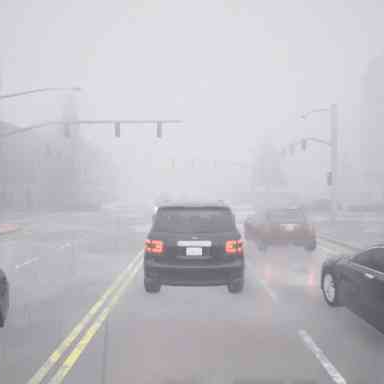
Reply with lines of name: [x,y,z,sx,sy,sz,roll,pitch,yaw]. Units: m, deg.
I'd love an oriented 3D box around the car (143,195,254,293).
car: [0.052,1.221,8.989,2.150,2.045,5.566,0,0,0]

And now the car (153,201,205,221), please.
car: [-0.989,1.523,27.976,1.812,1.442,4.674,-1,0,38]

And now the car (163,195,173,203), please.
car: [-5.119,1.470,72.333,1.882,1.535,5.008,0,0,-1]

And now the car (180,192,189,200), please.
car: [-2.058,1.131,90.452,2.150,2.045,5.566,0,0,-1]

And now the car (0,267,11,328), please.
car: [-3.600,1.491,2.949,2.128,1.511,4.902,0,0,0]

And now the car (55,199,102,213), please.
car: [-12.280,1.501,36.191,4.892,1.490,1.837,0,0,-2]

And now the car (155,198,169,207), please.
car: [-4.714,1.596,52.160,1.895,1.301,4.718,0,0,-1]

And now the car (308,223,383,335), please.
car: [3.606,1.504,5.087,1.837,1.490,4.892,0,0,0]

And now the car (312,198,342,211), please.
car: [14.427,1.501,37.571,4.892,1.490,1.837,0,0,-2]

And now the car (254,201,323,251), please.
car: [3.532,1.351,14.168,2.097,1.767,4.553,0,0,0]

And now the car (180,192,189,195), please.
car: [-1.810,1.488,80.223,1.837,1.490,4.892,0,0,-1]

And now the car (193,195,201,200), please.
car: [1.445,1.544,90.370,1.994,1.385,4.181,0,0,-1]

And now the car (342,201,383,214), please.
car: [18.478,1.597,34.180,4.718,1.301,1.895,0,0,-2]

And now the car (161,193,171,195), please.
car: [-4.920,1.215,62.169,2.150,2.045,5.566,0,0,0]
